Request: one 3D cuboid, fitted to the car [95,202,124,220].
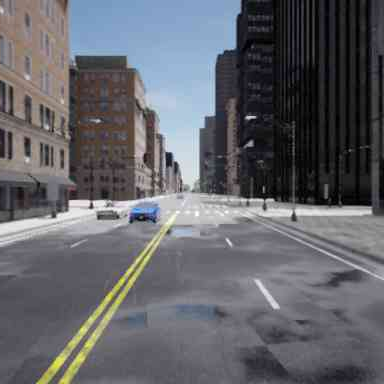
[{"bbox_3d":[-6.538,1.520,27.764,1.895,1.301,4.718,0,0,1],"label":"car"}]

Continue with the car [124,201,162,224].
[{"bbox_3d":[-3.312,1.407,24.297,1.882,1.535,5.008,0,0,0],"label":"car"}]

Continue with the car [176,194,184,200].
[{"bbox_3d":[-3.227,1.250,89.278,1.882,1.535,5.008,0,0,0],"label":"car"}]
